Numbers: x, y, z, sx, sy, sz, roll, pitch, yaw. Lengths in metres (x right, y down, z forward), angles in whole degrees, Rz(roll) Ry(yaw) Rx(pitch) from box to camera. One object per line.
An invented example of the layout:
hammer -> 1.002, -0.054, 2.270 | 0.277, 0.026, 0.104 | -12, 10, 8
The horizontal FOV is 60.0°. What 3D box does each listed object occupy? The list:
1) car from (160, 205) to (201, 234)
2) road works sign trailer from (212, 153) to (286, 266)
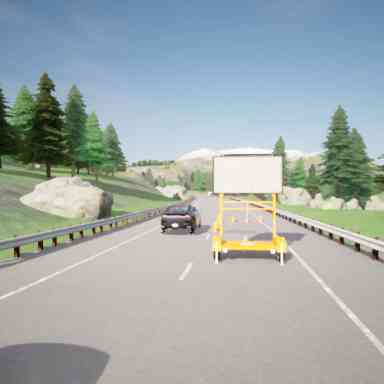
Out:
car -> -0.563, 1.490, 19.439 | 2.128, 1.511, 4.902 | 0, 0, 7
road works sign trailer -> 1.938, 0.464, 11.672 | 2.380, 3.560, 2.880 | 0, 0, 7
